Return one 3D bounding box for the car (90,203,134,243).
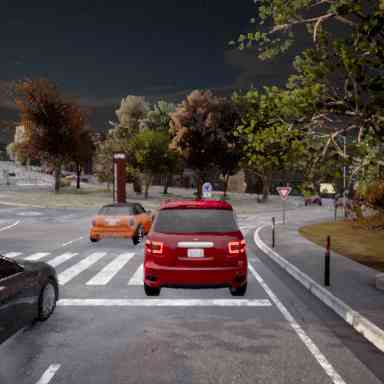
[{"bbox_3d":[-3.078,1.275,15.727,2.097,1.767,4.553,0,1,5],"label":"car"}]

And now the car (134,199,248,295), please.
[{"bbox_3d":[0.067,1.197,8.792,2.150,2.045,5.566,0,0,0],"label":"car"}]

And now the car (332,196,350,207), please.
[{"bbox_3d":[19.481,1.204,43.304,2.033,1.411,5.357,1,2,18],"label":"car"}]

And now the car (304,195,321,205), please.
[{"bbox_3d":[17.161,0.878,47.563,2.097,1.767,4.553,0,2,16],"label":"car"}]

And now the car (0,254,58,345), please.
[{"bbox_3d":[-3.413,1.500,4.349,1.837,1.490,4.892,0,0,0],"label":"car"}]
